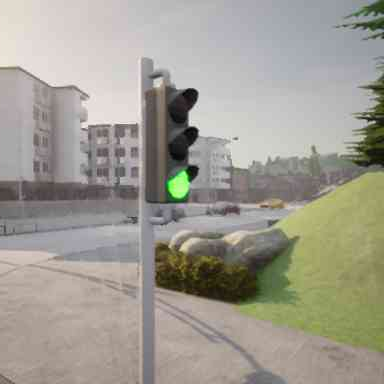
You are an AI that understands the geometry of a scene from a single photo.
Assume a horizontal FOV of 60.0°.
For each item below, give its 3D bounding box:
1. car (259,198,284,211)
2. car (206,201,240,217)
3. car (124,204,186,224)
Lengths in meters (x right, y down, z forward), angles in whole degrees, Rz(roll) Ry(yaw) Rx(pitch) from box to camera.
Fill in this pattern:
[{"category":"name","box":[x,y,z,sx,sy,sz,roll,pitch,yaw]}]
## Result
[{"category":"car","box":[10.456,1.589,43.577,1.882,1.535,5.008,0,0,36]},{"category":"car","box":[3.247,1.638,33.530,1.812,1.442,4.674,0,0,36]},{"category":"car","box":[-2.631,1.660,25.315,2.033,1.411,5.357,0,0,36]}]
